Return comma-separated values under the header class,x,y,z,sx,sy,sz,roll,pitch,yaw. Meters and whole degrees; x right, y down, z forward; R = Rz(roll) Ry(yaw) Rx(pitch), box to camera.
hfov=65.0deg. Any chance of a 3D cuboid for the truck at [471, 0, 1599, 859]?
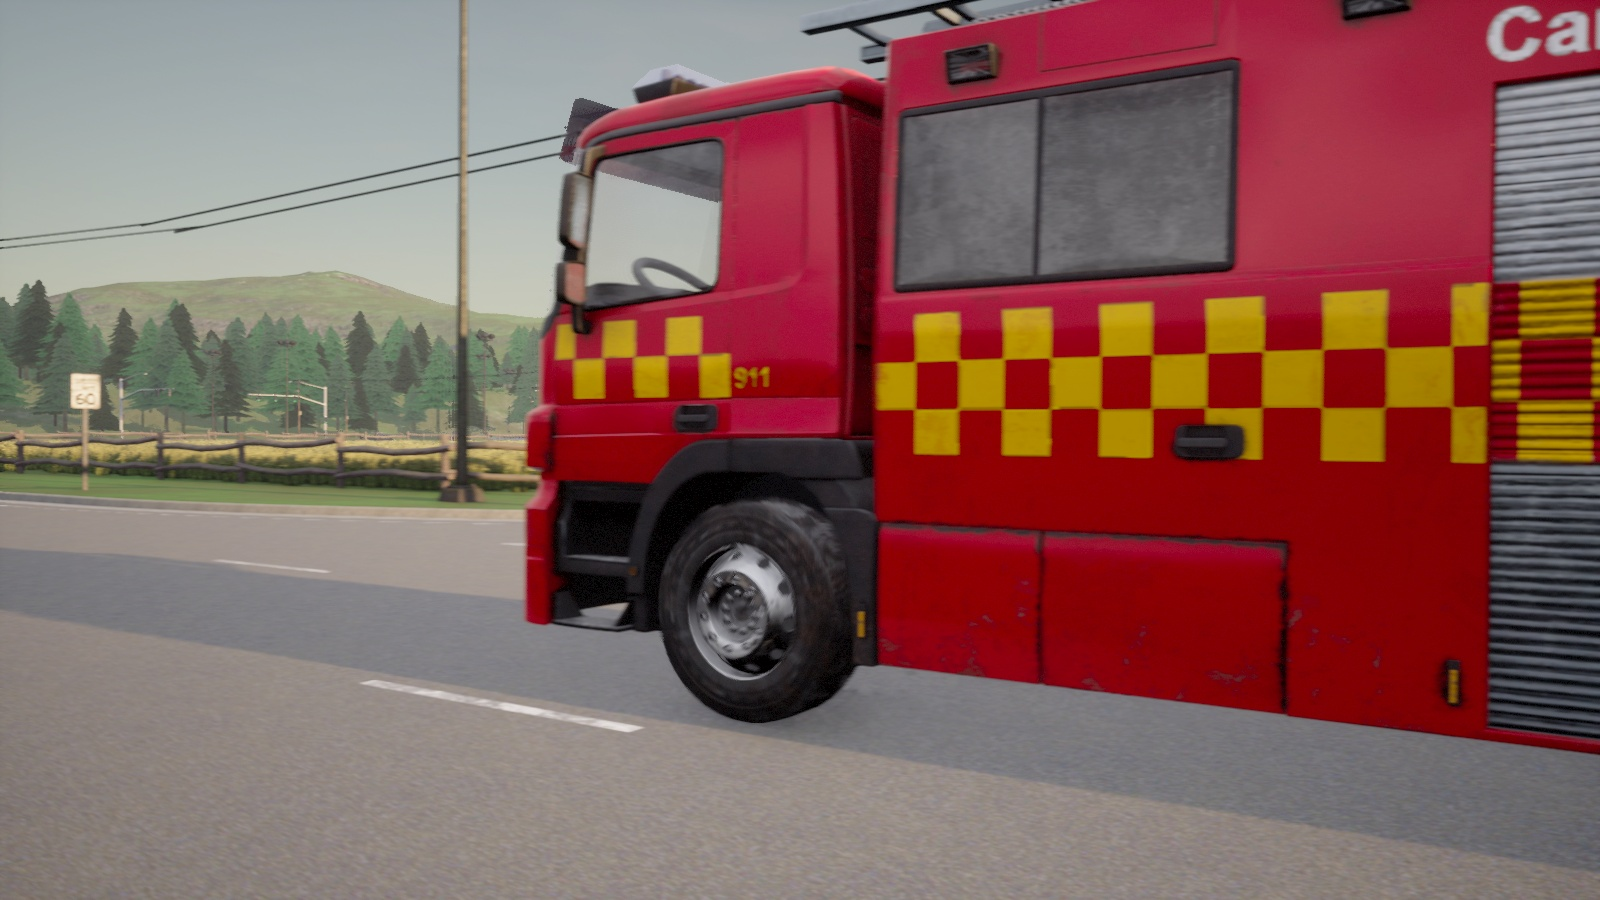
class,x,y,z,sx,sy,sz,roll,pitch,yaw
truck,2.438,-0.536,6.182,8.468,3.827,2.891,0,1,33
